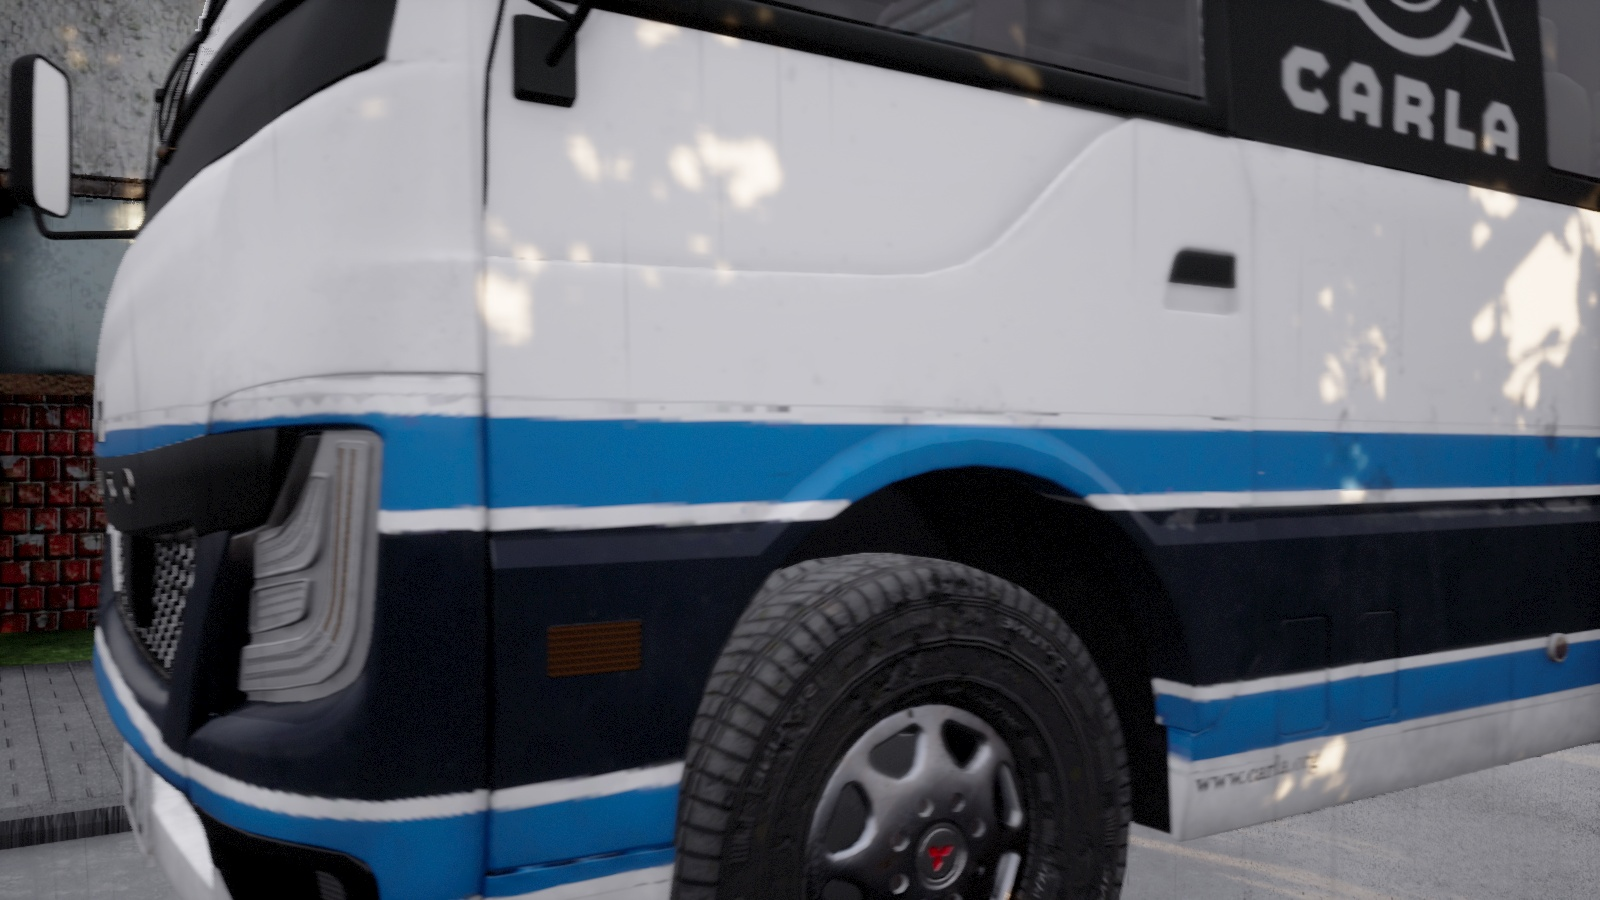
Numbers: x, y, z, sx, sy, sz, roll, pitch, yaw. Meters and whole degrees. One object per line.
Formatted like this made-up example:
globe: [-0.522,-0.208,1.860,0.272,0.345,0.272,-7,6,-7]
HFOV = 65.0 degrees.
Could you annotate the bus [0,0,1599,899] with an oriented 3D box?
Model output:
bus: [1.963,-0.622,5.538,10.273,4.253,3.944,0,0,-32]
